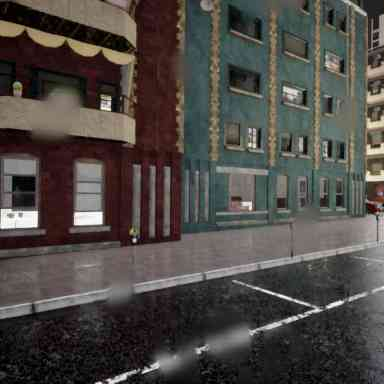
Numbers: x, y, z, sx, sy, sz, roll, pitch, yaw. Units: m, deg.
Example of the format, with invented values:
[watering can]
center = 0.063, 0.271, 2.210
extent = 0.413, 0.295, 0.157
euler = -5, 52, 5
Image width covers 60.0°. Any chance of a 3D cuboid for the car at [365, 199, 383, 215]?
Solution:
[car]
center = 15.690, 1.240, 32.190
extent = 2.192, 1.841, 5.009
euler = 1, 0, -36
